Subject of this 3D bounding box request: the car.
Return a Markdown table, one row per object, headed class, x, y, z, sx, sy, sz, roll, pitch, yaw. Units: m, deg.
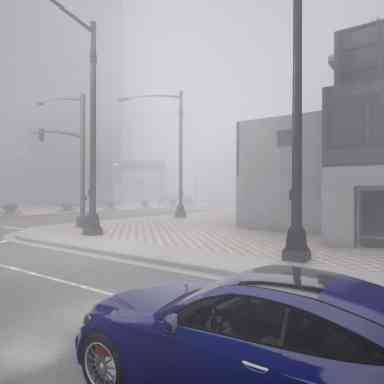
| class | x | y | z | sx | sy | sz | roll | pitch | yaw |
| --- | --- | --- | --- | --- | --- | --- | --- | --- | --- |
| car | 0.774 | 1.528 | 3.443 | 4.674 | 1.442 | 1.812 | 0 | 0 | 36 |
